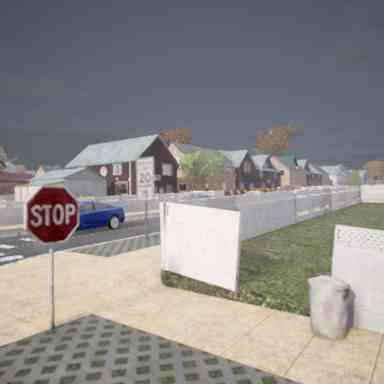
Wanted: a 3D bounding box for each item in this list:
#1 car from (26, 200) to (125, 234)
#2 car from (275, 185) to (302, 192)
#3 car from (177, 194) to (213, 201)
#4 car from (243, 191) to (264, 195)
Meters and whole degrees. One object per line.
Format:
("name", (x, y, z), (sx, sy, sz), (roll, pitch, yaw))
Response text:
("car", (-5.524, 1.196, 16.309), (1.882, 1.535, 5.008), (-2, 1, 34))
("car", (11.969, 0.128, 41.111), (2.150, 2.045, 5.566), (-1, 1, 36))
("car", (0.160, 0.930, 24.433), (1.882, 1.535, 5.008), (-1, 1, 35))
("car", (5.990, 0.659, 32.686), (1.882, 1.535, 5.008), (-1, 1, 35))
